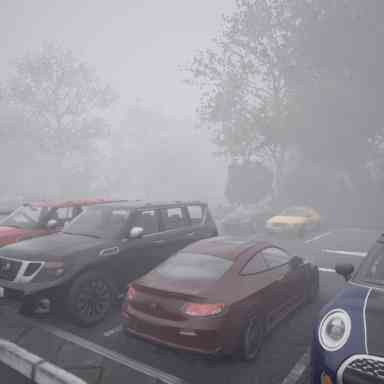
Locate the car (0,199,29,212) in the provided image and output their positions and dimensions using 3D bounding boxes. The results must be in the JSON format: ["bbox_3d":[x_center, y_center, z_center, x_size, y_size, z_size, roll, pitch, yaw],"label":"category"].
[{"bbox_3d":[-21.476,1.535,37.967,2.002,1.452,4.674,0,0,36],"label":"car"}]

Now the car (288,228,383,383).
[{"bbox_3d":[3.138,1.356,4.345,2.185,1.767,4.553,0,0,36],"label":"car"}]

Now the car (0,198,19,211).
[{"bbox_3d":[-23.642,1.500,39.512,2.097,1.535,5.008,0,0,36],"label":"car"}]

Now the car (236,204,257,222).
[{"bbox_3d":[3.583,1.486,20.071,2.231,1.521,4.892,0,0,36],"label":"car"}]

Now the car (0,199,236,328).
[{"bbox_3d":[-1.459,1.232,7.556,2.435,2.045,5.566,0,0,36],"label":"car"}]

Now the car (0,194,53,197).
[{"bbox_3d":[-16.959,1.241,34.708,2.435,2.045,5.566,0,0,36],"label":"car"}]

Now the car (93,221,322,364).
[{"bbox_3d":[0.837,1.522,5.947,2.002,1.452,4.674,0,0,36],"label":"car"}]

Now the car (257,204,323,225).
[{"bbox_3d":[5.731,1.481,18.301,1.946,1.575,5.366,0,0,36],"label":"car"}]

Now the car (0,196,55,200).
[{"bbox_3d":[-3.739,1.232,9.186,2.435,2.045,5.566,0,0,36],"label":"car"}]

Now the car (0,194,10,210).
[{"bbox_3d":[-25.923,1.254,41.114,2.435,2.045,5.566,0,0,36],"label":"car"}]
